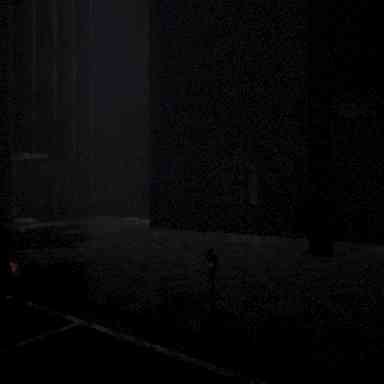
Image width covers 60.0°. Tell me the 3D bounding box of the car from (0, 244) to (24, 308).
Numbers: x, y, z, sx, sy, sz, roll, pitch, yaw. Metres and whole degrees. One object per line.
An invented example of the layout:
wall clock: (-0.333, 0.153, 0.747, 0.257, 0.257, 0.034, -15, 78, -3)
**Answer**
car: (-5.322, 1.517, 6.874, 4.097, 1.590, 1.967, -1, 0, 35)

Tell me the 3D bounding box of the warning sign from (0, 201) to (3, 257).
warning sign: (-7.136, 1.228, 10.879, 1.060, 1.860, 1.300, -1, 0, 35)
